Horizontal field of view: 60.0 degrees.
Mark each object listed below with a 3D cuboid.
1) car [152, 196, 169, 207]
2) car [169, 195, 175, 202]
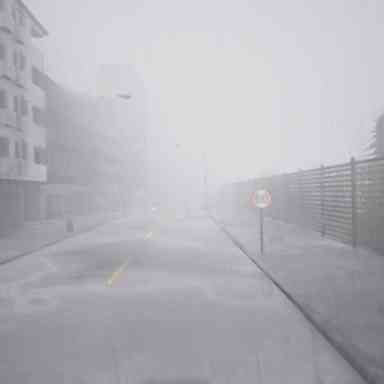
[{"bbox_3d":[-5.066,1.631,51.414,1.994,1.385,4.181,-1,0,-1],"label":"car"},{"bbox_3d":[-5.692,1.616,80.437,1.994,1.385,4.181,-1,0,-1],"label":"car"}]
